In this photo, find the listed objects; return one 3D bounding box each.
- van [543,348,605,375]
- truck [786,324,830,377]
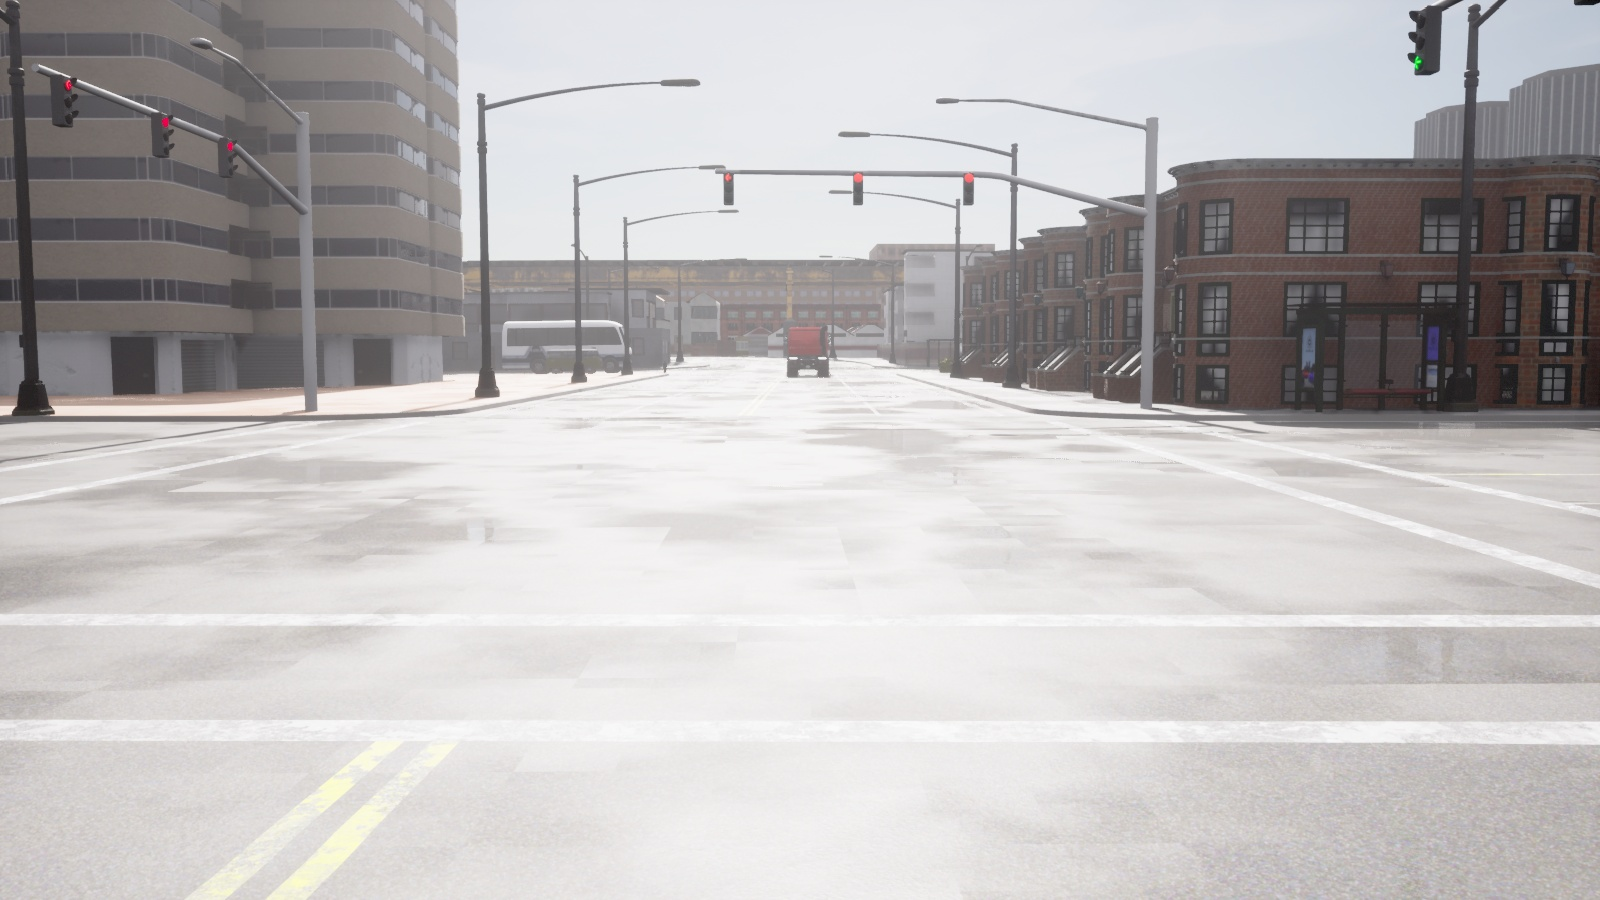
[{"bbox_3d":[-17.373,-6.820,96.777,4.442,1.987,1.775,-1,4,-1],"label":"van"},{"bbox_3d":[0.546,-6.770,85.714,2.891,3.462,7.936,0,4,0],"label":"truck"}]
